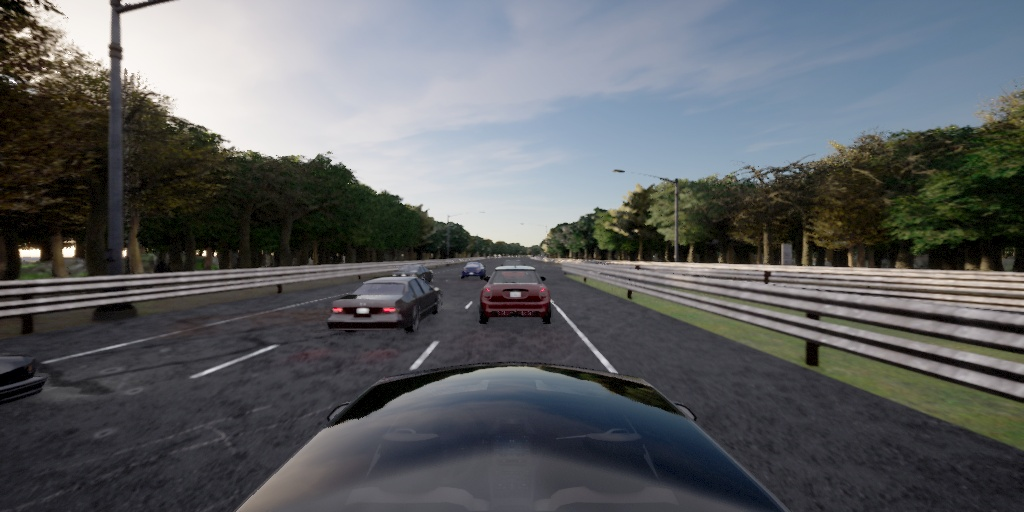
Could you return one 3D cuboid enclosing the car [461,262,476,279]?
[{"bbox_3d":[-3.403,1.280,32.321,1.812,1.442,4.674,0,0,0],"label":"car"}]

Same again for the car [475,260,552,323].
[{"bbox_3d":[0.098,1.103,12.190,2.097,1.767,4.553,0,0,0],"label":"car"}]

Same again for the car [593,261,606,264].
[{"bbox_3d":[10.443,1.374,44.457,2.033,1.411,5.357,0,0,-12],"label":"car"}]

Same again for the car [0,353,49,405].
[{"bbox_3d":[-6.898,1.298,2.062,2.033,1.411,5.357,0,0,0],"label":"car"}]

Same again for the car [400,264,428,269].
[{"bbox_3d":[-6.906,1.300,25.394,2.033,1.411,5.357,0,0,0],"label":"car"}]

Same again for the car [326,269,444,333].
[{"bbox_3d":[-3.401,1.298,10.679,2.033,1.411,5.357,0,0,0],"label":"car"}]
